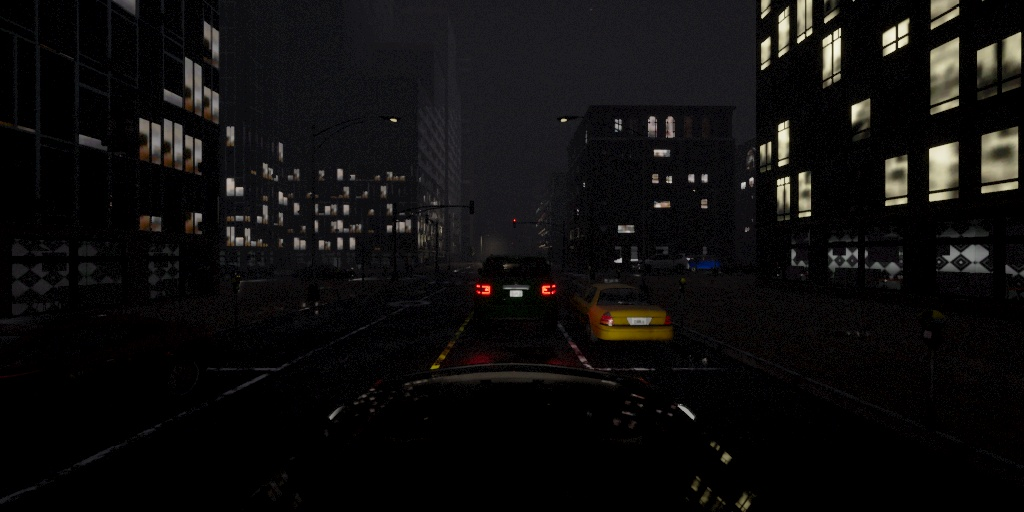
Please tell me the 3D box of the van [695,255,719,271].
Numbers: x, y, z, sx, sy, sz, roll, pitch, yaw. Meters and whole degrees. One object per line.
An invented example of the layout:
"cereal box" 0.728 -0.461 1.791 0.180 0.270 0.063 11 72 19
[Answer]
"van" 20.945 0.800 39.800 3.998 1.789 1.690 0 0 -1

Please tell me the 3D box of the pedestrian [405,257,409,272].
"pedestrian" -12.387 1.020 42.342 0.375 1.860 0.375 0 1 -1

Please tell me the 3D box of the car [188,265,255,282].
"car" -27.533 1.602 33.773 4.892 1.490 1.837 -1 0 -1

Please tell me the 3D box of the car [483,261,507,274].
"car" -2.163 1.297 42.818 2.033 1.411 5.357 -1 0 -12

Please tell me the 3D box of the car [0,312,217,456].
"car" -5.317 1.332 3.783 1.802 1.307 4.207 0 0 0

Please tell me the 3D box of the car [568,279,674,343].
"car" 2.558 1.275 9.519 1.751 1.417 4.829 0 0 0

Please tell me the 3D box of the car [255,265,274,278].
"car" -28.436 1.648 39.143 4.403 1.370 2.007 0 0 -1

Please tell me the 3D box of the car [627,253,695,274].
"car" 15.401 0.755 37.271 5.566 2.045 2.150 -1 0 -1

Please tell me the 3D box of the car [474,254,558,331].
"car" 0.090 0.971 11.072 2.150 2.045 5.566 0 0 0

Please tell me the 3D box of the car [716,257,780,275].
"car" 21.060 1.019 31.921 4.507 1.381 1.888 0 0 -1

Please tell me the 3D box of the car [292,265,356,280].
"car" -17.719 1.515 33.907 5.357 1.411 2.033 -1 0 -1
